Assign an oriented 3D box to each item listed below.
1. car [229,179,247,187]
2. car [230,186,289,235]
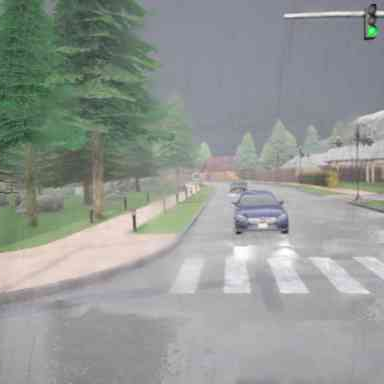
[{"bbox_3d":[5.283,-0.721,38.005,2.033,1.411,5.357,-2,3,8],"label":"car"},{"bbox_3d":[2.560,0.703,13.161,1.812,1.442,4.674,-2,3,6],"label":"car"}]
